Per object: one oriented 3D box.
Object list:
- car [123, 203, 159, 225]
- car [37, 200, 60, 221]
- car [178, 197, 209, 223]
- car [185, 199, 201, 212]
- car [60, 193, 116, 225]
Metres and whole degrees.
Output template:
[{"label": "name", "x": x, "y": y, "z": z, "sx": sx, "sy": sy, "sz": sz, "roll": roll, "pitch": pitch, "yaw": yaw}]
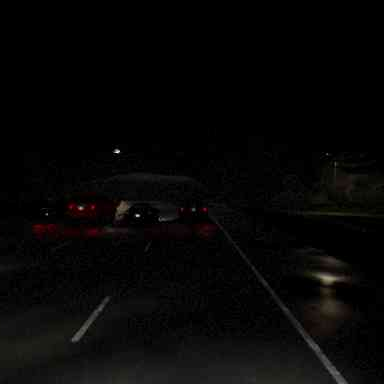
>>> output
[{"label": "car", "x": -3.391, "y": 1.457, "z": 22.779, "sx": 1.994, "sy": 1.385, "sz": 4.181, "roll": 0, "pitch": 0, "yaw": 0}, {"label": "car", "x": -10.390, "y": 1.390, "z": 26.262, "sx": 2.128, "sy": 1.511, "sz": 4.902, "roll": 0, "pitch": 0, "yaw": 0}, {"label": "car", "x": 0.106, "y": 1.235, "z": 24.685, "sx": 2.097, "sy": 1.767, "sz": 4.553, "roll": 0, "pitch": 0, "yaw": 0}, {"label": "car", "x": 0.118, "y": 1.644, "z": 41.508, "sx": 1.837, "sy": 1.490, "sz": 4.892, "roll": 0, "pitch": -1, "yaw": 0}, {"label": "car", "x": -6.903, "y": 1.115, "z": 23.295, "sx": 2.150, "sy": 2.045, "sz": 5.566, "roll": 0, "pitch": 0, "yaw": 0}]
